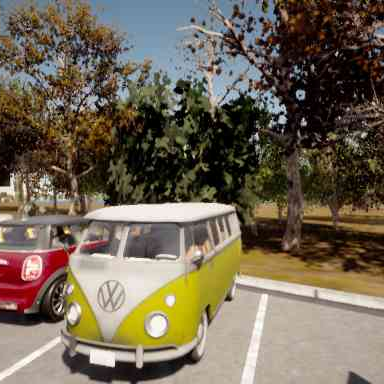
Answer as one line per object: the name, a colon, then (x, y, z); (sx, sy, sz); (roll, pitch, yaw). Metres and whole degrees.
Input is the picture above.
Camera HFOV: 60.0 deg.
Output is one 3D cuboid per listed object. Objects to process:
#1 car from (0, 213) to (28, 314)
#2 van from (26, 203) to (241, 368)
car: (-2.689, 1.303, 7.446); (2.185, 1.767, 4.553); (0, -1, 17)
van: (-0.314, 1.202, 5.622); (1.878, 1.987, 4.442); (1, -1, 16)
